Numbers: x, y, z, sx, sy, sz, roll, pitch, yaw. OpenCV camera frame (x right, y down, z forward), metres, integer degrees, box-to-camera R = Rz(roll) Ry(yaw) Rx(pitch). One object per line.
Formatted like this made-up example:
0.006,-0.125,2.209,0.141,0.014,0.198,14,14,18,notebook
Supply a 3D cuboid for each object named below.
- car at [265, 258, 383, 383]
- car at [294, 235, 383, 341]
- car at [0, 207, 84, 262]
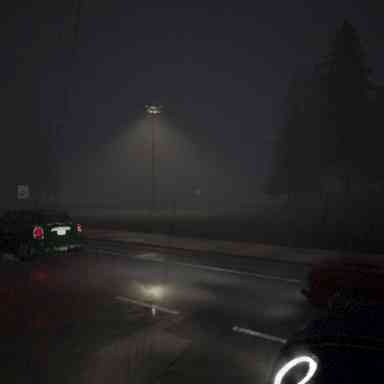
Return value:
2.742,1.346,2.032,4.553,1.767,2.097,0,0,35,car
4.268,1.599,5.242,4.718,1.301,1.895,0,0,35,car
-6.192,1.407,12.557,4.553,1.767,2.097,0,0,35,car
